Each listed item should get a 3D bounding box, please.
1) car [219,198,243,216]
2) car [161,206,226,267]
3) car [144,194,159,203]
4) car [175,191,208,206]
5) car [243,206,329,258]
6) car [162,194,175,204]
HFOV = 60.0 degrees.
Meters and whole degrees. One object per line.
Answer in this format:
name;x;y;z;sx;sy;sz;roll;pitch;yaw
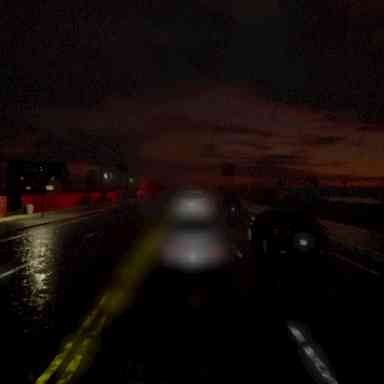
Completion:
car;3.307;1.238;28.320;1.812;1.442;4.674;0;1;0
car;0.051;1.412;10.779;1.812;1.442;4.674;0;1;0
car;-6.571;1.014;54.520;2.033;1.411;5.357;0;0;1
car;0.046;0.957;26.190;2.150;2.045;5.566;0;1;0
car;3.310;1.350;12.243;1.882;1.535;5.008;0;0;1
car;-3.353;0.990;49.505;1.882;1.535;5.008;0;1;0
